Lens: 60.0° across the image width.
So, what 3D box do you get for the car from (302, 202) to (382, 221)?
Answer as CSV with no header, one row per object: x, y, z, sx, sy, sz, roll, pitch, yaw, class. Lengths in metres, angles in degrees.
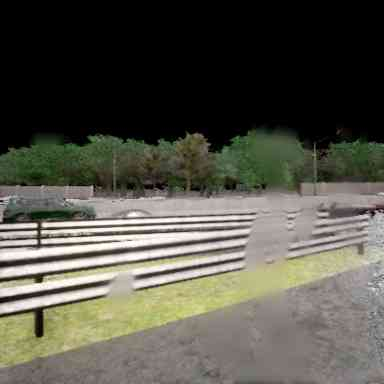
10.148,1.336,22.861,4.718,1.301,1.895,-1,0,-14,car

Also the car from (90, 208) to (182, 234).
-2.565,1.522,16.009,4.181,1.385,1.994,-1,0,-14,car

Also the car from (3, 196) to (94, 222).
-9.095,1.281,21.569,5.566,2.045,2.150,-1,0,-14,car

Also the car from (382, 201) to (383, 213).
17.997,1.204,28.475,4.718,1.301,1.895,-1,0,-14,car
